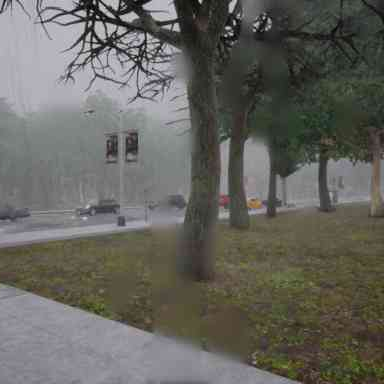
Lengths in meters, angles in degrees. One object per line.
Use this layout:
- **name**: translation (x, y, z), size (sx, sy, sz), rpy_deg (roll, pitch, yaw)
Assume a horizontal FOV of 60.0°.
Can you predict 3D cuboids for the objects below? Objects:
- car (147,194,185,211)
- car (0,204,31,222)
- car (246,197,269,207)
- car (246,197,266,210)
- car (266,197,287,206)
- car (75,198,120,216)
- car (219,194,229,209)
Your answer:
- **car**: translation (-3.079, 1.272, 41.426), size (2.150, 2.045, 5.566), rpy_deg (0, 0, 35)
- **car**: translation (-14.976, 1.564, 24.776), size (2.033, 1.411, 5.357), rpy_deg (0, 0, 35)
- **car**: translation (10.920, 1.594, 55.284), size (1.837, 1.490, 4.892), rpy_deg (0, 0, 36)
- **car**: translation (7.838, 1.552, 45.289), size (1.882, 1.535, 5.008), rpy_deg (0, 0, 36)
- **car**: translation (13.633, 1.571, 53.488), size (1.882, 1.535, 5.008), rpy_deg (0, 0, 36)
- **car**: translation (-9.235, 1.383, 32.812), size (2.097, 1.767, 4.553), rpy_deg (0, 0, 35)
- **car**: translation (4.841, 1.290, 46.694), size (2.150, 2.045, 5.566), rpy_deg (0, 0, 36)
